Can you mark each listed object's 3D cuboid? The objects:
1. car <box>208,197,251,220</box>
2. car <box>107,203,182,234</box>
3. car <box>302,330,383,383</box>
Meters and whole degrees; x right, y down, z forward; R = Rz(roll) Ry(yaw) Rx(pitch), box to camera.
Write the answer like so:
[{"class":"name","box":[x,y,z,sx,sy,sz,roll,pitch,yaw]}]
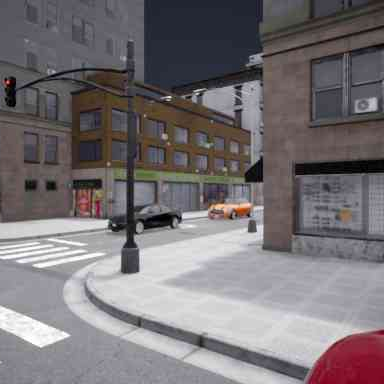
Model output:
[{"class":"car","box":[3.154,1.240,26.976,2.097,1.767,4.553,0,0,35]},{"class":"car","box":[-2.549,1.408,18.989,1.882,1.535,5.008,0,0,34]},{"class":"car","box":[2.745,1.315,0.843,5.009,1.841,2.192,0,0,36]}]
